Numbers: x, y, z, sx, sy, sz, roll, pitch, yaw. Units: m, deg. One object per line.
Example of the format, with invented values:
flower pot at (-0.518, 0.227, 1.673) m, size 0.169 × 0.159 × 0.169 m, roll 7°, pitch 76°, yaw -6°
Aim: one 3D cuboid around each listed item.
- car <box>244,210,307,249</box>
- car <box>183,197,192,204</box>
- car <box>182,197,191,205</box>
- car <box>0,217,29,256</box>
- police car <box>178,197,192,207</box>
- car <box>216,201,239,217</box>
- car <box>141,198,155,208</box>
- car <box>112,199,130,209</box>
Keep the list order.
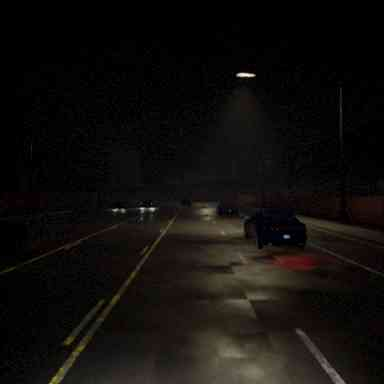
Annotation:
car at (3.599, 1.561, 15.140) m, size 1.882 × 1.535 × 5.008 m, roll 0°, pitch 0°, yaw 0°
car at (-1.118, 1.891, 75.244) m, size 1.882 × 1.535 × 5.008 m, roll 0°, pitch 0°, yaw -2°
car at (-1.052, 1.857, 69.219) m, size 1.882 × 1.535 × 5.008 m, roll 0°, pitch 0°, yaw 0°
car at (-7.100, 1.551, 10.642) m, size 2.128 × 1.511 × 4.902 m, roll 0°, pitch 0°, yaw 0°
police car at (-1.052, 1.751, 59.327) m, size 1.930 × 1.638 × 5.238 m, roll 0°, pitch 0°, yaw 0°
car at (3.600, 1.665, 34.156) m, size 1.882 × 1.535 × 5.008 m, roll 0°, pitch 0°, yaw 0°
car at (-7.065, 1.800, 53.807) m, size 1.837 × 1.490 × 4.892 m, roll 0°, pitch 0°, yaw 0°
car at (-10.580, 1.823, 50.192) m, size 2.033 × 1.411 × 5.357 m, roll 0°, pitch 0°, yaw 0°
